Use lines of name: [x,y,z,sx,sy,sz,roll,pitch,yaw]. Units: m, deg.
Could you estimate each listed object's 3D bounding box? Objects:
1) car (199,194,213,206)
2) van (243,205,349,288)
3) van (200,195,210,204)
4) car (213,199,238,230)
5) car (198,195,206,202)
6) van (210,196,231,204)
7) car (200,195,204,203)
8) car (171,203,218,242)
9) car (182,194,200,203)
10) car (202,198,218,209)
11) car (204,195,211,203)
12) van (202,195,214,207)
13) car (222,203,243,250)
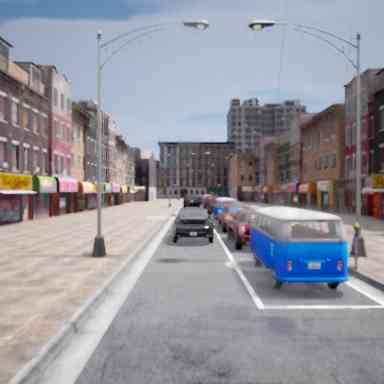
car: [2.460,1.363,58.220,2.192,1.841,5.009,0,0,0]
van: [2.607,1.345,8.942,1.690,1.788,3.998,0,0,0]
van: [2.444,1.394,63.696,1.690,1.788,3.998,0,0,0]
car: [2.575,1.451,19.893,1.967,1.590,4.097,0,0,0]
car: [2.395,1.510,80.122,1.967,1.590,4.097,0,0,0]
van: [2.558,1.356,25.368,1.690,1.788,3.998,0,0,0]
car: [2.509,1.346,41.794,2.192,1.841,5.009,0,0,0]
car: [0.050,1.512,16.423,1.837,1.490,4.892,0,0,0]
car: [-0.028,1.253,42.630,2.150,2.045,5.566,0,0,0]
car: [2.493,1.588,47.270,2.008,1.369,4.403,0,0,0]
car: [2.540,1.335,30.841,2.192,1.841,5.009,0,0,0]
van: [2.476,1.383,52.745,1.690,1.788,3.998,0,0,0]
car: [2.591,1.447,14.417,1.967,1.590,4.097,0,0,0]
